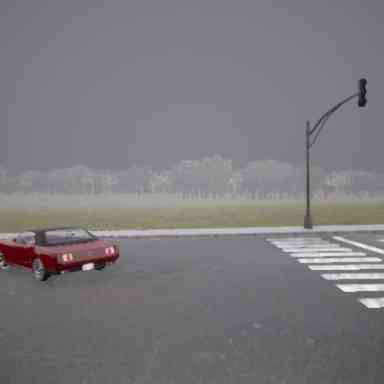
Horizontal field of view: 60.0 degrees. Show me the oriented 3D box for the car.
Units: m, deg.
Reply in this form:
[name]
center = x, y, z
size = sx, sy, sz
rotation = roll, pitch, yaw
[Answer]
[car]
center = -4.305, 1.688, 9.993
size = 4.718, 1.301, 1.895
rotation = -2, -1, 42
